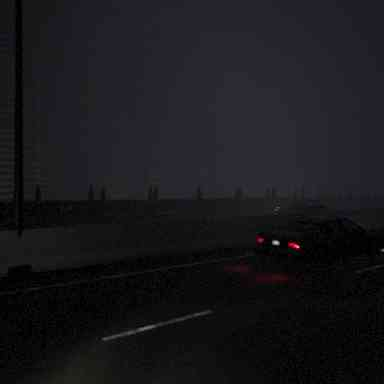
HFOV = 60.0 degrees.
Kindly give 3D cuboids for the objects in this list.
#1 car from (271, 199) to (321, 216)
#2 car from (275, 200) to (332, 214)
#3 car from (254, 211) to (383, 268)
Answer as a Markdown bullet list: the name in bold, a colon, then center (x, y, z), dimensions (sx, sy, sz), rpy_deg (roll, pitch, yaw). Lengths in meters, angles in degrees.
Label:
- **car**: center (10.316, 1.491, 32.849), dimensions (4.902, 1.511, 2.128), rpy_deg (0, 0, -35)
- **car**: center (7.511, 1.504, 22.251), dimensions (4.892, 1.490, 1.837), rpy_deg (0, 0, -35)
- **car**: center (4.514, 1.547, 11.267), dimensions (5.357, 1.411, 2.033), rpy_deg (0, 0, -36)
